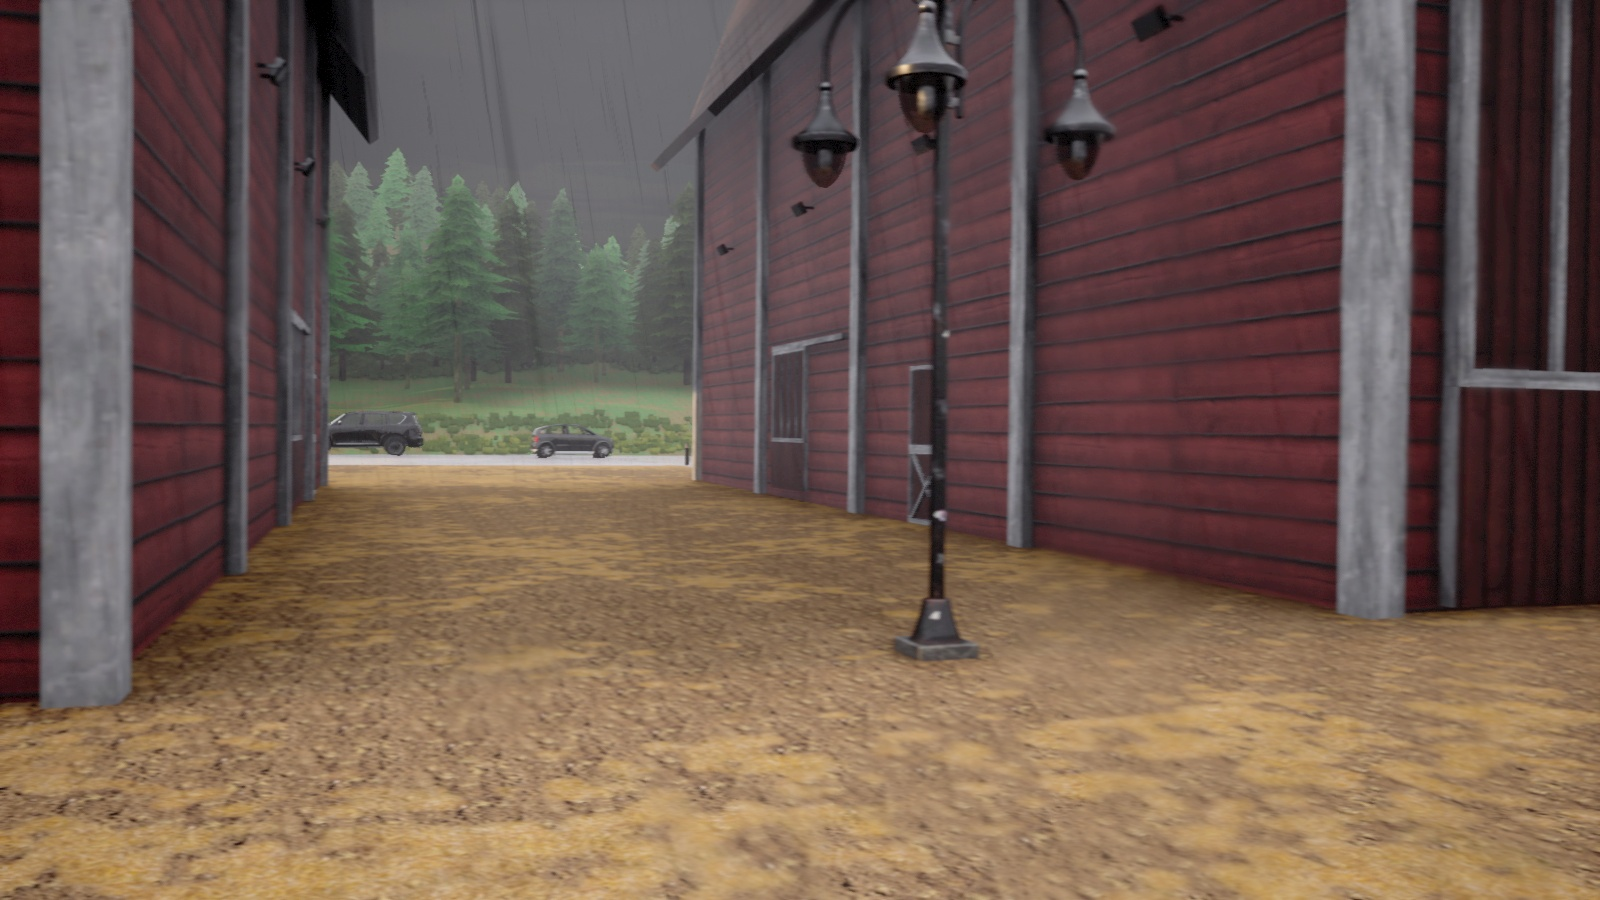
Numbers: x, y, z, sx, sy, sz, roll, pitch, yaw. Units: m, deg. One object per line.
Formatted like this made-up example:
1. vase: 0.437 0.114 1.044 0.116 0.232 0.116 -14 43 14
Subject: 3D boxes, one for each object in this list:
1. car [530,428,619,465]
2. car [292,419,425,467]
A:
1. car: -10.173 -0.176 56.525 3.705 1.549 1.789 -1 1 -18
2. car: -19.977 -0.339 57.094 5.566 2.045 2.150 -1 1 -18
